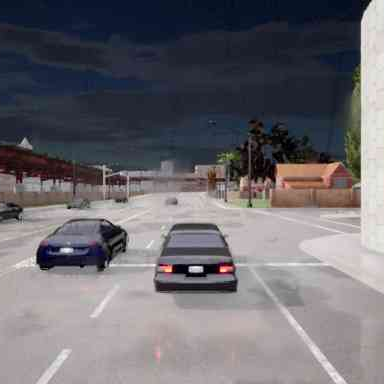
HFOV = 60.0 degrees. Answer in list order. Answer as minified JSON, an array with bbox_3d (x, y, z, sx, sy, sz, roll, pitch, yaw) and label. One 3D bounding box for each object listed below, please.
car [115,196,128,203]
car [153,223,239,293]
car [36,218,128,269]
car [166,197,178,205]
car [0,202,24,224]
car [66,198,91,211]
[{"bbox_3d":[-14.142,1.547,67.149,2.033,1.411,5.357,0,0,0],"label":"car"},{"bbox_3d":[0.074,1.547,8.962,2.033,1.411,5.357,0,0,0],"label":"car"},{"bbox_3d":[-3.429,1.564,11.110,1.994,1.385,4.181,0,0,0],"label":"car"},{"bbox_3d":[-3.516,1.563,58.862,1.994,1.385,4.181,0,0,0],"label":"car"},{"bbox_3d":[-14.148,1.504,24.353,1.837,1.490,4.892,0,0,0],"label":"car"},{"bbox_3d":[-14.182,1.504,41.890,1.837,1.490,4.892,0,0,0],"label":"car"}]
